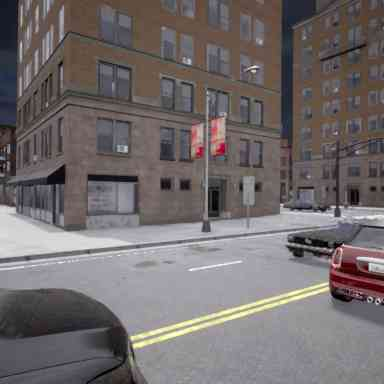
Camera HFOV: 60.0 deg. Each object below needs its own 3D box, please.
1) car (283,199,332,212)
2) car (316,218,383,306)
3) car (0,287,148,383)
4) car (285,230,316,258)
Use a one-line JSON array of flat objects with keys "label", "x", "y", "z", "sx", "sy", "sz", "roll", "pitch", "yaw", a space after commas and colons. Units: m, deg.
[{"label": "car", "x": 12.823, "y": 1.468, "z": 37.445, "sx": 2.033, "sy": 1.411, "sz": 5.357, "roll": 1, "pitch": 0, "yaw": -36}, {"label": "car", "x": 4.967, "y": 1.355, "z": 7.078, "sx": 4.553, "sy": 1.767, "sz": 2.097, "roll": 0, "pitch": 0, "yaw": -36}, {"label": "car", "x": -2.846, "y": 1.221, "z": 1.405, "sx": 5.566, "sy": 2.045, "sz": 2.150, "roll": 0, "pitch": 0, "yaw": -36}, {"label": "car", "x": 5.411, "y": 1.605, "z": 11.606, "sx": 4.718, "sy": 1.301, "sz": 1.895, "roll": 0, "pitch": 0, "yaw": -35}]
